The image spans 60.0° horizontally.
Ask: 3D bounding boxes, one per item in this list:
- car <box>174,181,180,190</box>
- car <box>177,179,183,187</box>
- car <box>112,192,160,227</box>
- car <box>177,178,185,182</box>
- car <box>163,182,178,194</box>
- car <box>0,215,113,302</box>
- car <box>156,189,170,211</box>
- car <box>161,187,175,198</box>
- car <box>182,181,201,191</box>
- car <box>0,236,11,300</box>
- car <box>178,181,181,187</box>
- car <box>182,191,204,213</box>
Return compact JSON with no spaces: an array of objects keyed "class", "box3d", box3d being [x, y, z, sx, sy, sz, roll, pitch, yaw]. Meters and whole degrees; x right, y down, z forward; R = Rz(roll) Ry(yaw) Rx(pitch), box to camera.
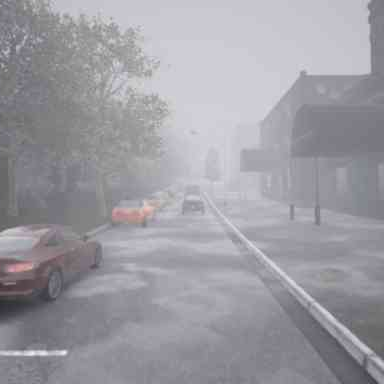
[{"class":"car","box3d":[-3.669,-0.430,54.832,2.185,1.767,4.553,0,3,2]},{"class":"car","box3d":[-3.665,-1.325,71.739,1.946,1.575,5.366,0,3,2]},{"class":"car","box3d":[-3.634,1.142,21.405,2.185,1.767,4.553,2,2,2]},{"class":"car","box3d":[-3.673,-1.960,82.707,2.163,1.488,4.792,0,3,2]},{"class":"car","box3d":[-3.668,-0.098,49.271,2.185,1.767,4.553,0,3,2]},{"class":"car","box3d":[-3.654,1.510,8.147,2.002,1.452,4.674,0,0,2]},{"class":"car","box3d":[-3.639,0.891,32.424,1.946,1.575,5.366,1,2,2]},{"class":"car","box3d":[-3.644,0.650,38.158,2.231,1.521,4.892,1,3,2]},{"class":"car","box3d":[0.087,-0.201,48.790,2.150,2.045,5.566,0,3,0]},{"class":"car","box3d":[-3.645,1.476,2.011,1.946,1.575,5.366,0,1,2]},{"class":"car","box3d":[-3.669,-0.638,60.426,2.231,1.521,4.892,0,3,2]},{"class":"car","box3d":[0.092,0.998,29.962,1.882,1.535,5.008,0,2,0]}]
